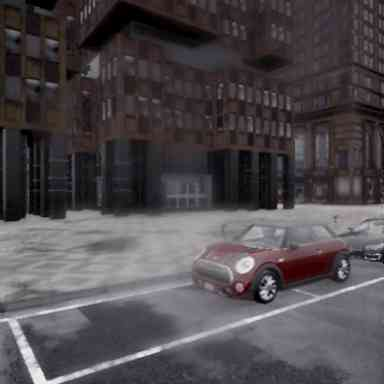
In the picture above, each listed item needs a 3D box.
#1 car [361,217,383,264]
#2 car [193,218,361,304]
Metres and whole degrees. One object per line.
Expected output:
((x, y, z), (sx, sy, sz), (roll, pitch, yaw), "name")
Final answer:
((6.604, 1.547, 11.363), (4.403, 1.369, 2.008), (0, 0, -36), "car")
((1.982, 1.438, 8.065), (4.097, 1.590, 1.967), (0, 0, -36), "car")
